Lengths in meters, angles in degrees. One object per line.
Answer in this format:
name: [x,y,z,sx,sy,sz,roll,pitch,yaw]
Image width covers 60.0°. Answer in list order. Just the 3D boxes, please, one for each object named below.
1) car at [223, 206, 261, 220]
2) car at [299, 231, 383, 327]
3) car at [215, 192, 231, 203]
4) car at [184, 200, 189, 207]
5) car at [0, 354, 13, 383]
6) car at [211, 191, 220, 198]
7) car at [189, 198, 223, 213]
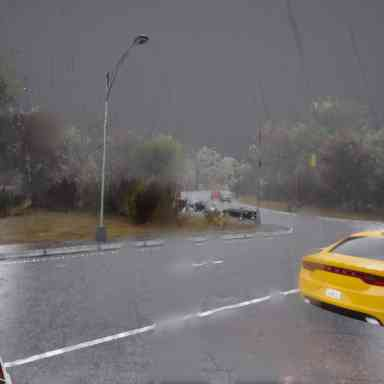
car: [5.074,2.146,34.280,1.895,1.301,4.718,3,-1,-22]
car: [4.329,1.542,6.841,5.008,1.535,1.882,1,-1,-35]
car: [6.728,1.463,68.827,1.837,1.490,4.892,2,2,-7]
car: [-1.081,1.725,52.672,1.994,1.385,4.181,2,1,-14]
car: [-3.262,1.353,1.424,4.553,1.767,2.097,0,0,-35]
car: [5.695,0.738,78.949,2.150,2.045,5.566,2,2,-1]
car: [1.740,1.924,43.085,2.128,1.511,4.902,2,0,-19]
